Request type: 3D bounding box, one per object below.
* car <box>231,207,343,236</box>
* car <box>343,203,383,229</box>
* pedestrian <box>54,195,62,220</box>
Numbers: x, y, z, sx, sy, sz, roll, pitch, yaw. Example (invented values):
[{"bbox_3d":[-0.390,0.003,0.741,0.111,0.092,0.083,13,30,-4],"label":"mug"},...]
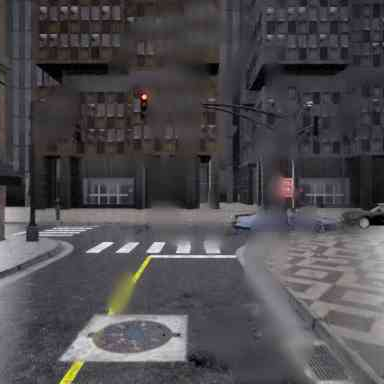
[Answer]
[{"bbox_3d":[4.842,1.537,17.919,5.357,1.411,2.033,0,0,1],"label":"car"},{"bbox_3d":[12.058,1.458,21.032,5.008,1.535,1.882,0,0,1],"label":"car"},{"bbox_3d":[-9.812,1.153,24.334,0.375,1.860,0.375,0,0,1],"label":"pedestrian"}]
